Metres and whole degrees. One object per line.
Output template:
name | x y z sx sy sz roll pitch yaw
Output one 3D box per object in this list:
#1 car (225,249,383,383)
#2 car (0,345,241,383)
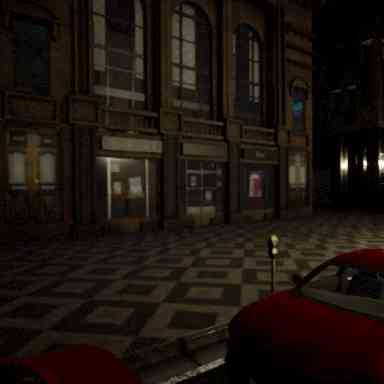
car | 2.429 1.476 4.231 4.507 1.381 1.887 -1 1 -35
car | -2.166 1.554 1.000 4.507 1.381 1.887 -1 1 -35
